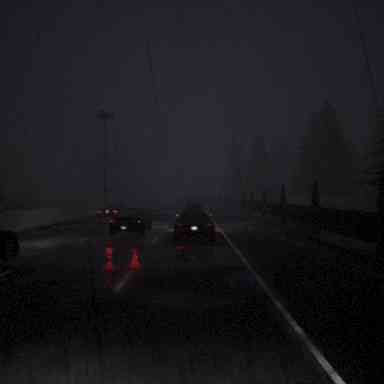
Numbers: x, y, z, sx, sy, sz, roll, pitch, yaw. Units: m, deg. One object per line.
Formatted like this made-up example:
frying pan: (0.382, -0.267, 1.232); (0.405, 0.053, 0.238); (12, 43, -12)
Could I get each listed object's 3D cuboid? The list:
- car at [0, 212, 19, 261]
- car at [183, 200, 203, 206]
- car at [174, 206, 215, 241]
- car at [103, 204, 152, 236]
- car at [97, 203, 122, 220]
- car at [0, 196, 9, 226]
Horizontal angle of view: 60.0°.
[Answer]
car: (-6.896, 1.532, 9.579); (2.128, 1.511, 4.902); (0, 0, 0)
car: (0.116, 1.649, 35.026); (1.837, 1.490, 4.892); (0, 0, 0)
car: (0.108, 1.635, 17.169); (1.994, 1.385, 4.181); (0, 0, 0)
car: (-3.406, 1.604, 18.808); (1.812, 1.442, 4.674); (0, 0, 0)
car: (-6.887, 1.670, 29.579); (2.033, 1.411, 5.357); (0, 0, 0)
car: (-14.091, 1.309, 20.843); (2.150, 2.045, 5.566); (0, 0, 0)
